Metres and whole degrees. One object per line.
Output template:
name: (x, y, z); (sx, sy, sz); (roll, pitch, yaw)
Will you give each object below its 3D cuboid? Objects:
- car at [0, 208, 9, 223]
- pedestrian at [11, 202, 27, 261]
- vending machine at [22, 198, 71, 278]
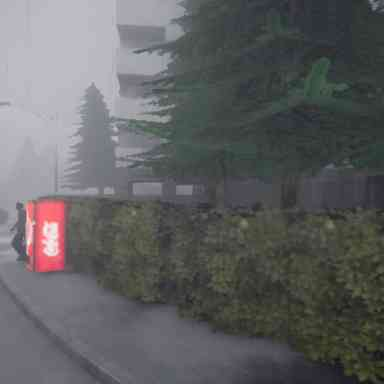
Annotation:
car: (-14.098, 1.577, 22.826); (1.994, 1.385, 4.181); (1, 0, -15)
pedestrian: (-5.118, 1.158, 9.996); (0.375, 1.860, 0.375); (1, 0, -34)
vending machine: (-4.135, 1.216, 9.439); (1.100, 2.100, 0.880); (1, 0, -36)
